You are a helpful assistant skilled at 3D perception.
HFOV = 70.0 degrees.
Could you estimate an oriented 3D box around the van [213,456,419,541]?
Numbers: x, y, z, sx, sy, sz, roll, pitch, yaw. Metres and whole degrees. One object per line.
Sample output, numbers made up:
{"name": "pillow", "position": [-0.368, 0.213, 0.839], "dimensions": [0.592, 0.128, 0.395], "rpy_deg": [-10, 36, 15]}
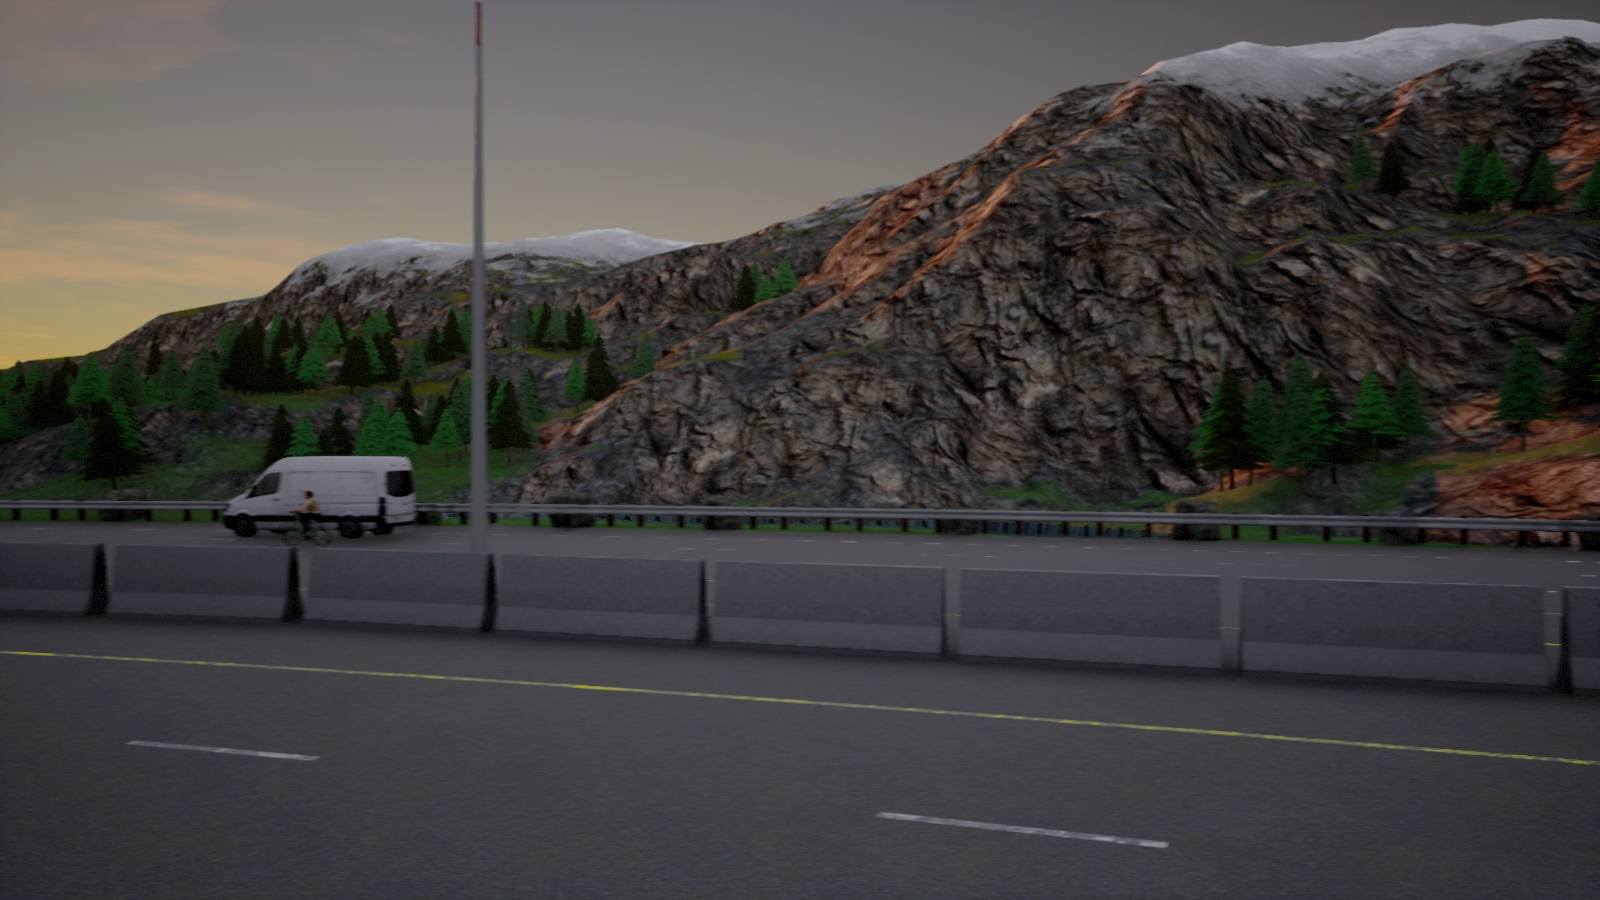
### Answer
{"name": "van", "position": [-15.326, 1.482, 36.284], "dimensions": [5.915, 2.561, 1.988], "rpy_deg": [0, 0, 11]}
